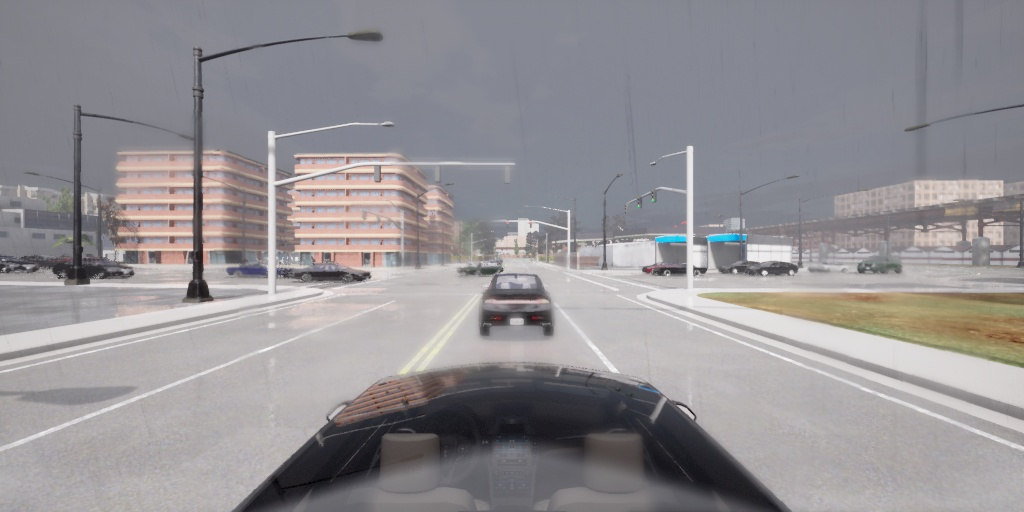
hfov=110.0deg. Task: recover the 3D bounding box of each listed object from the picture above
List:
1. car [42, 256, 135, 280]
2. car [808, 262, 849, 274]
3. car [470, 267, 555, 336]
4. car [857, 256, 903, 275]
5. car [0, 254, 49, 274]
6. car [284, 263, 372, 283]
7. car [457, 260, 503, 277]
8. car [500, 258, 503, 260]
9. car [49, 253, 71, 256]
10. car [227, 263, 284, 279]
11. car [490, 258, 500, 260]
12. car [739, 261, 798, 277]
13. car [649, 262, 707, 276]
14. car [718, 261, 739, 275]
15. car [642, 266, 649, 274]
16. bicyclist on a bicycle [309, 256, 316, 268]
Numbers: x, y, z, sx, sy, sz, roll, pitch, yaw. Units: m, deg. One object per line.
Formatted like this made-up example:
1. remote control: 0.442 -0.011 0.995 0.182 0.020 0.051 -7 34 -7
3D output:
1. car: -31.143 0.959 26.770 4.902 1.511 2.128 1 0 1
2. car: 36.737 1.350 41.689 4.718 1.301 1.895 0 0 -22
3. car: 0.117 1.242 10.365 2.128 1.511 4.902 0 0 0
4. car: 40.589 0.973 39.488 5.566 2.045 2.150 0 0 -24
5. car: -43.478 0.740 30.587 4.902 1.511 2.128 1 0 2
6. car: -13.230 1.240 26.318 5.357 1.411 2.033 0 0 2
7. car: -2.947 1.320 34.392 1.895 1.301 4.718 0 0 40
8. car: -3.271 1.241 65.186 2.128 1.511 4.902 0 0 1
9. car: -50.395 0.628 37.891 4.892 1.490 1.837 1 0 2
10. car: -20.860 1.215 30.019 4.718 1.301 1.895 1 0 1
11. car: -3.347 1.351 55.931 1.895 1.301 4.718 0 0 0
12. car: 25.897 1.254 35.838 4.892 1.490 1.837 0 0 -5
13. car: 16.619 1.351 35.681 4.718 1.301 1.895 0 0 0
14. car: 25.199 1.254 39.290 4.892 1.490 1.837 0 0 -5
15. car: 16.456 1.314 39.209 4.181 1.385 1.994 0 0 1
16. bicyclist on a bicycle: -25.949 0.844 46.637 0.582 1.620 1.656 1 0 1
